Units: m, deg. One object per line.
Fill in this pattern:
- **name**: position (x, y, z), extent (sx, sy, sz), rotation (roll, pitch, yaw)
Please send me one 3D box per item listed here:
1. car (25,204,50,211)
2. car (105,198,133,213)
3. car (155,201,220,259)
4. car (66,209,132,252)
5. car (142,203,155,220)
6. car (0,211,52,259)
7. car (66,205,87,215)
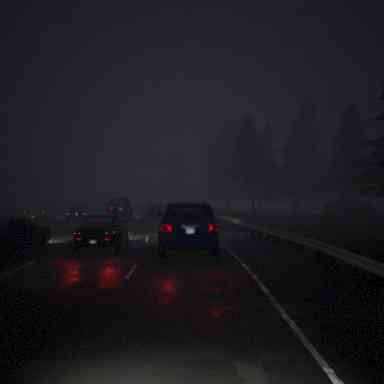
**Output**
- **car**: position (-13.899, 1.838, 29.911), extent (1.812, 1.442, 4.674), rotation (0, 0, -17)
- **car**: position (-6.735, 1.543, 30.454), extent (2.150, 2.045, 5.566), rotation (0, 0, -16)
- **car**: position (-0.255, 1.366, 13.461), extent (2.150, 2.045, 5.566), rotation (0, 0, -4)
- **car**: position (-3.891, 1.679, 14.598), extent (1.812, 1.442, 4.674), rotation (0, 0, -6)
- **car**: position (-3.638, 1.844, 32.243), extent (1.837, 1.490, 4.892), rotation (0, 0, -17)
- **car**: position (-7.240, 1.685, 13.024), extent (2.033, 1.411, 5.357), rotation (0, -1, -5)
- **car**: position (-10.109, 1.856, 29.520), extent (2.033, 1.411, 5.357), rotation (0, -1, -16)
